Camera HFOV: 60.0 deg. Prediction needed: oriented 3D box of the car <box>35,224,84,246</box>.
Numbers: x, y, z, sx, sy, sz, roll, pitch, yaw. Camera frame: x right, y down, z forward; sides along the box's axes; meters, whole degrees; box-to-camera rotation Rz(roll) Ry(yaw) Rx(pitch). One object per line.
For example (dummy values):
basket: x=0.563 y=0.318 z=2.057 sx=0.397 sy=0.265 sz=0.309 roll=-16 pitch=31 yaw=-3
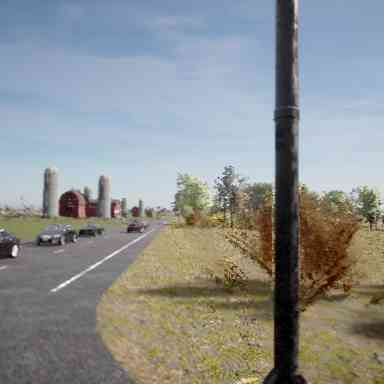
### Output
car: x=-10.241 y=3.202 z=25.414 sx=2.128 sy=1.511 sz=4.902 roll=1 pitch=-4 yaw=-3

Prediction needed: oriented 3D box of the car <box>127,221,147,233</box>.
car: x=-7.700 y=4.805 z=45.642 sx=1.837 sy=1.490 sz=4.892 roll=1 pitch=-4 yaw=-2

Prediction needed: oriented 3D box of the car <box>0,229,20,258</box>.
car: x=-9.694 y=2.453 z=15.286 sx=1.837 sy=1.490 sz=4.892 roll=1 pitch=-4 yaw=-3

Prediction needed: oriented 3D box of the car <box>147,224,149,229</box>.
car: x=-8.282 y=5.648 z=55.568 sx=1.895 sy=1.301 sz=4.718 roll=1 pitch=-4 yaw=-3

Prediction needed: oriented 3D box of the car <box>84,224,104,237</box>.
car: x=-10.795 y=4.083 z=35.668 sx=1.895 sy=1.301 sz=4.718 roll=1 pitch=-4 yaw=-3
